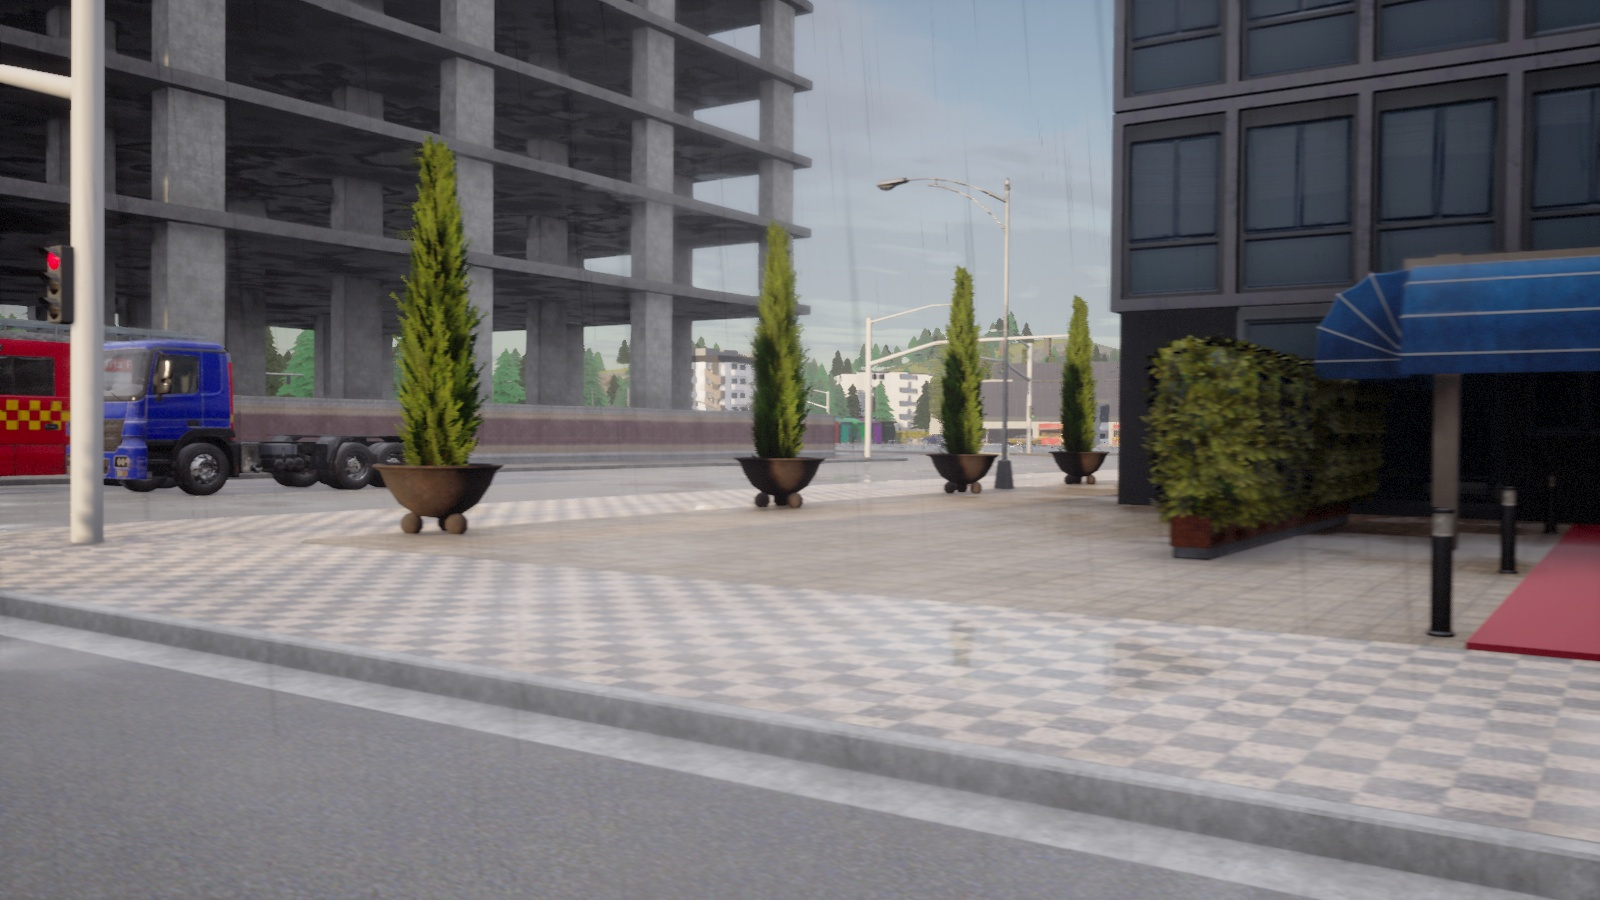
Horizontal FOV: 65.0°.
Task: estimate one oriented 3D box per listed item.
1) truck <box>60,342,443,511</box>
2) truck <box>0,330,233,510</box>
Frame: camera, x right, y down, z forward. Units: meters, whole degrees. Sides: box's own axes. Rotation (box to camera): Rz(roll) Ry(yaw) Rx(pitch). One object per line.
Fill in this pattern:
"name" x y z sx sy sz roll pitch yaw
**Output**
"truck" -12.586 -0.542 29.701 2.891 3.462 7.936 0 1 34
"truck" -17.656 -0.661 28.434 2.891 3.827 8.468 0 1 34
